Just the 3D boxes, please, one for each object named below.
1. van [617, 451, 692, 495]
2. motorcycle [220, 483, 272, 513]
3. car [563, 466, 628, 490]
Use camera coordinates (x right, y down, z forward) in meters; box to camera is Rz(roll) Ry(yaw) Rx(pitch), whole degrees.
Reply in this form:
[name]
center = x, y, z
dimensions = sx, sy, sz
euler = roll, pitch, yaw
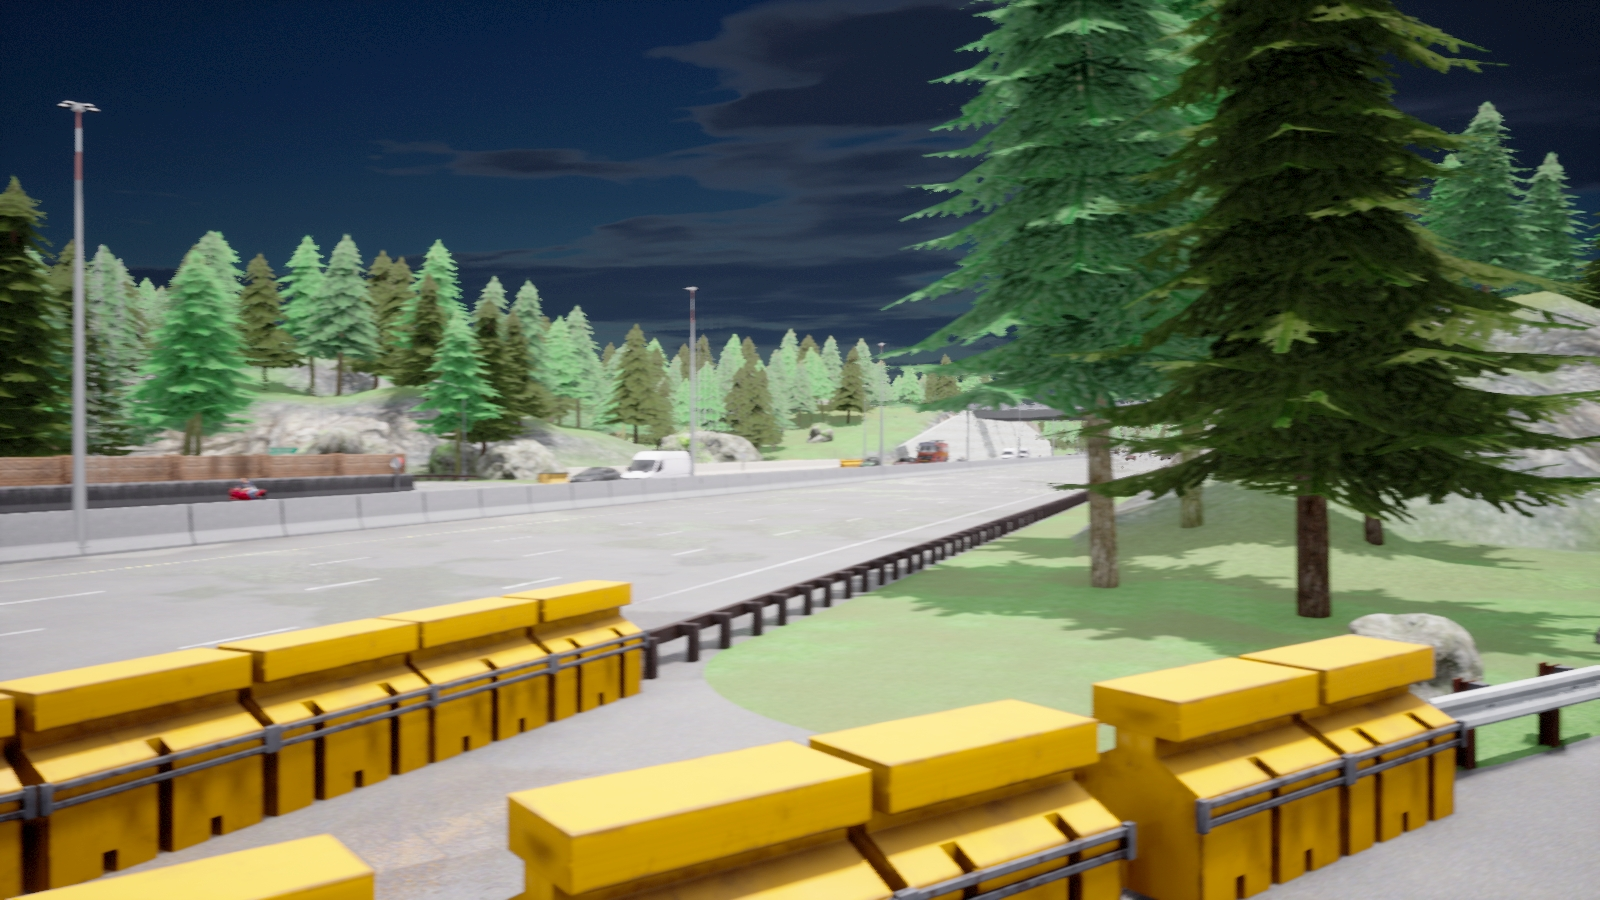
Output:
[van]
center = -8.811, 1.361, 69.865
dimensions = 1.988, 2.561, 5.915
euler = 0, 0, 20
[motorcycle]
center = -23.913, 2.068, 49.368
dimensions = 0.803, 1.217, 2.033
euler = 0, 0, 20
[car]
center = -13.698, 1.875, 76.909
dimensions = 2.163, 1.488, 4.792
euler = 0, 0, 20
